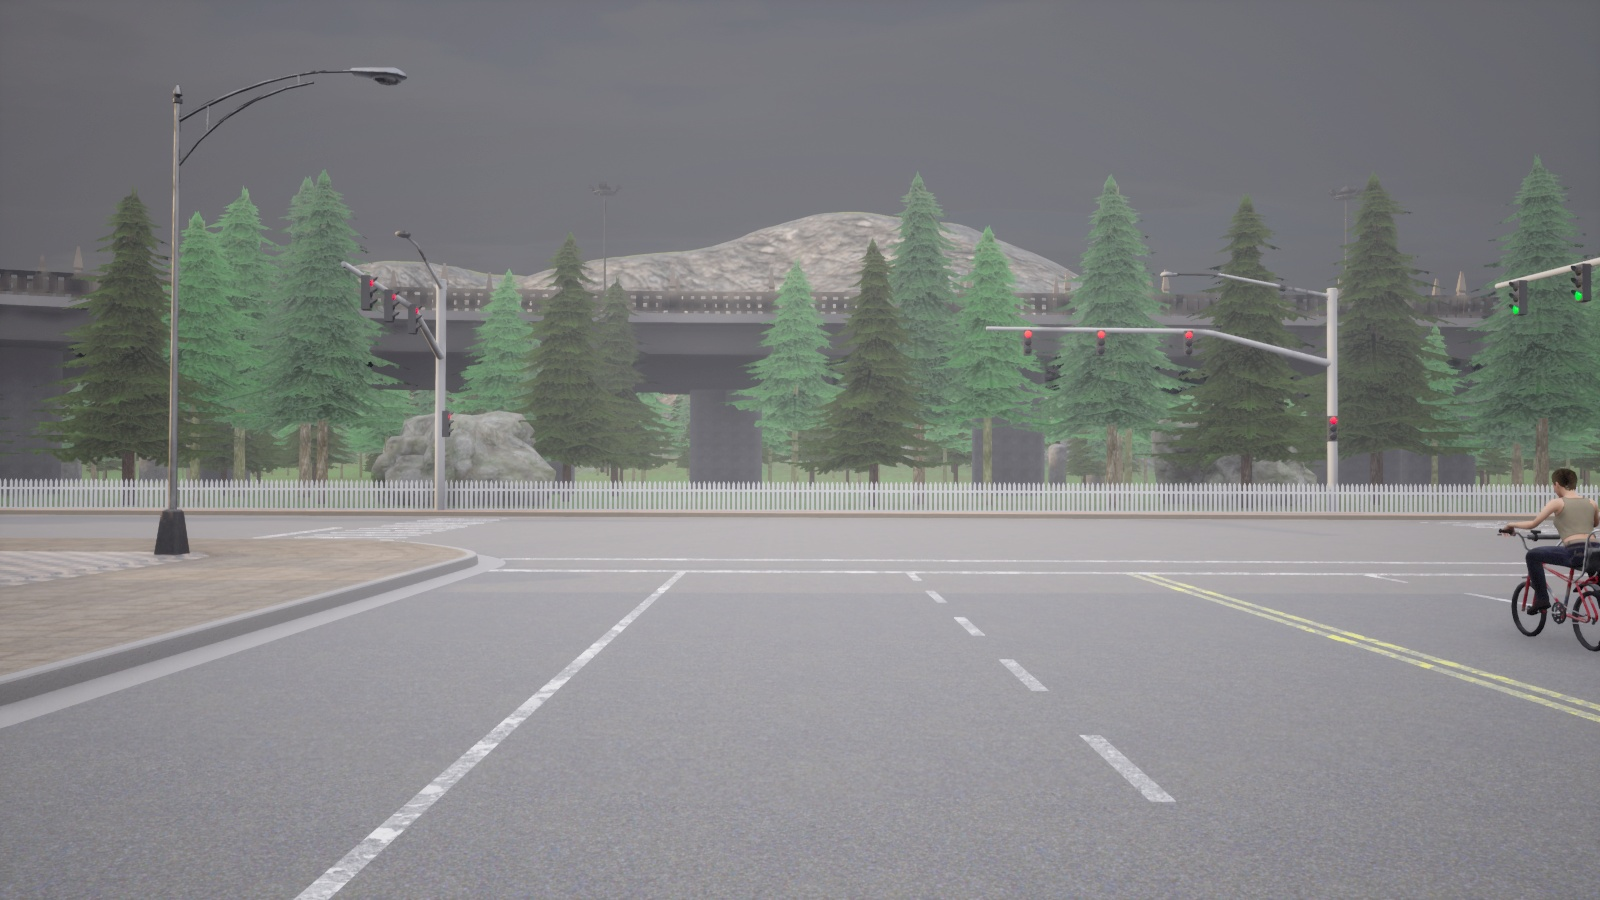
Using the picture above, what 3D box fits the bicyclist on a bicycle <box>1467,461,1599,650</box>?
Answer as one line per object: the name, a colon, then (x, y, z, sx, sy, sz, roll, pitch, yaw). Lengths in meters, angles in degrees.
bicyclist on a bicycle: (6.975, 0.916, 11.527, 0.866, 1.612, 1.509, 0, -1, 0)
